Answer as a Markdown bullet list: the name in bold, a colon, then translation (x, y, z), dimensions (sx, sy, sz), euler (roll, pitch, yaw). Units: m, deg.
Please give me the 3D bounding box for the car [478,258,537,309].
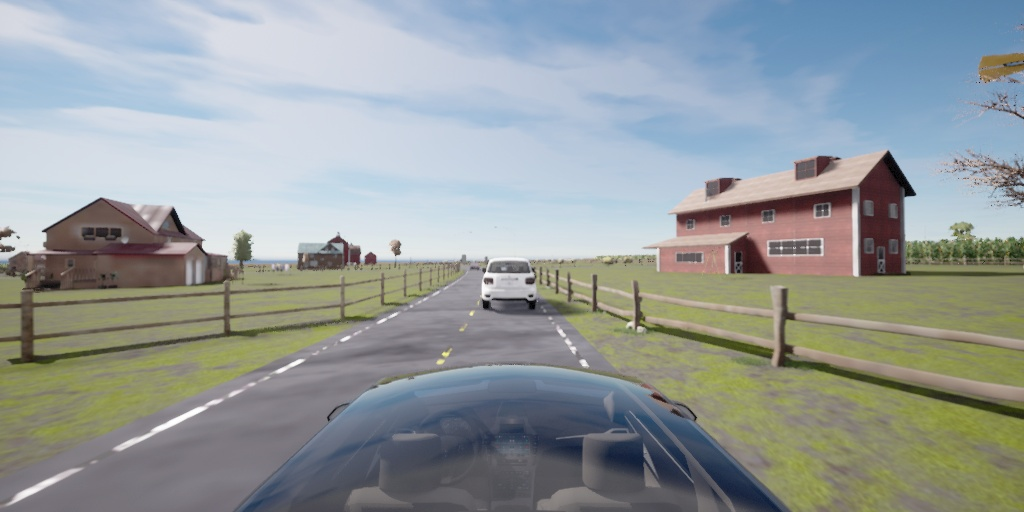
- **car**: translation (-0.157, 1.111, 15.907), dimensions (2.150, 2.045, 5.566), euler (0, 0, -1)
